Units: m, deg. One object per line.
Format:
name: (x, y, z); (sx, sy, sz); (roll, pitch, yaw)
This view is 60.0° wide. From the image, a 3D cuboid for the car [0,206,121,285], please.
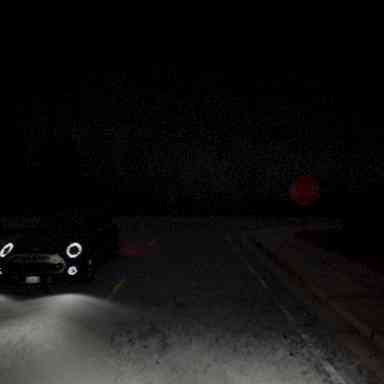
car: (-3.512, 1.352, 9.605); (2.097, 1.767, 4.553); (0, 0, 0)
